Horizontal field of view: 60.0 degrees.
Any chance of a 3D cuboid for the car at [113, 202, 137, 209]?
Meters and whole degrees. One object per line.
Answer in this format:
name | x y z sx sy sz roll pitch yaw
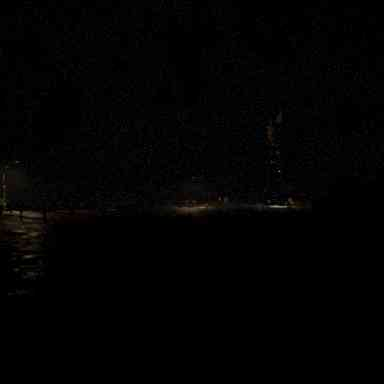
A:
car | -13.681 2.686 68.086 2.033 1.411 5.357 -1 -2 35
